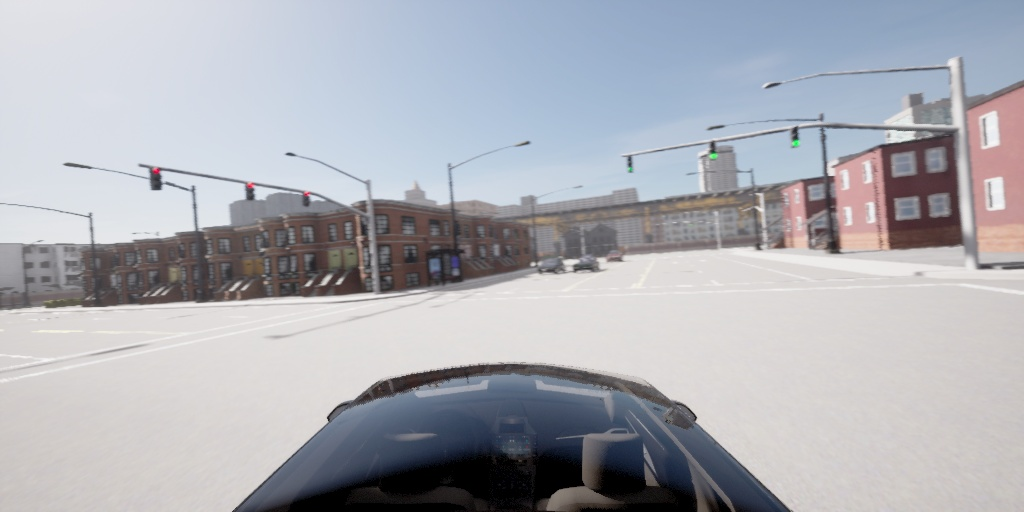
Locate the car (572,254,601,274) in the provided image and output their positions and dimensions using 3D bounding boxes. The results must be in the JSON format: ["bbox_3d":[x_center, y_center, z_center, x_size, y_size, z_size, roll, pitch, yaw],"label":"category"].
[{"bbox_3d":[6.978,0.854,33.540,1.895,1.301,4.718,-5,0,23],"label":"car"}]

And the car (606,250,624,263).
[{"bbox_3d":[15.049,-0.007,52.501,2.097,1.767,4.553,-5,0,23],"label":"car"}]

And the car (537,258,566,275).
[{"bbox_3d":[3.927,1.007,35.300,1.837,1.490,4.892,-5,0,23],"label":"car"}]
